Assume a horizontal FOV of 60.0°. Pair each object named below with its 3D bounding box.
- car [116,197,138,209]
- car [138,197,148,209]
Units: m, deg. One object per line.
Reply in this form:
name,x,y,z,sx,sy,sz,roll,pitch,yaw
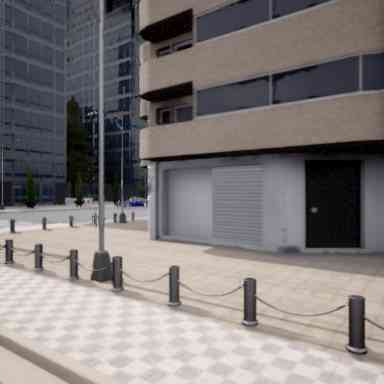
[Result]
car,-8.128,1.441,45.300,1.882,1.535,5.008,0,0,36
car,-4.424,1.452,44.448,2.128,1.511,4.902,0,0,36
